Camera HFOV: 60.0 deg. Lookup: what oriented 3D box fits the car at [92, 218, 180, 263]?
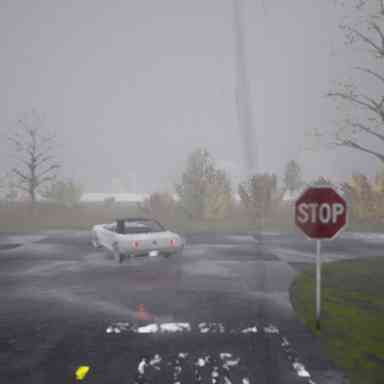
[{"bbox_3d":[-2.266,1.586,12.176,1.895,1.301,4.718,0,0,-29],"label":"car"}]
